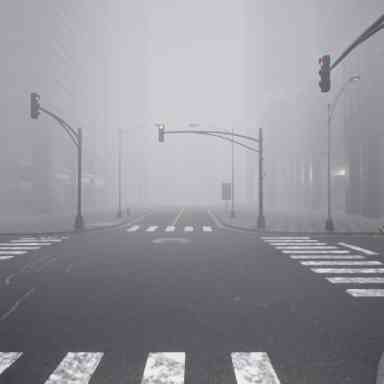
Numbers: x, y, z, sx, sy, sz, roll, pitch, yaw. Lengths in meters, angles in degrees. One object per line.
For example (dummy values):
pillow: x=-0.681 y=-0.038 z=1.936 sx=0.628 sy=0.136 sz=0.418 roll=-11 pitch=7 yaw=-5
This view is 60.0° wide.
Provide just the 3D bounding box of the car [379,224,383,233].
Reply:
car: x=11.756 y=1.573 z=16.182 sx=4.829 sy=1.417 sz=1.752 roll=0 pitch=-1 yaw=0
